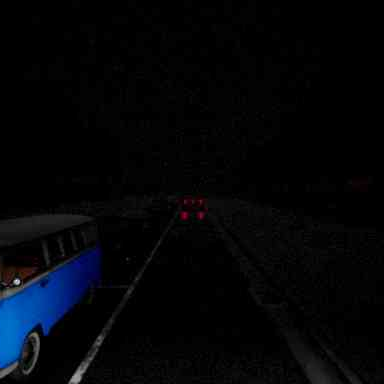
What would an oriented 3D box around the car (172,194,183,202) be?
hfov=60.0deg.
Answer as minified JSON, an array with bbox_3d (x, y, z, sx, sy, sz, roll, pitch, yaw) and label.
[{"bbox_3d":[-2.611,1.083,60.471,1.947,1.339,4.313,1,0,0],"label":"car"}]

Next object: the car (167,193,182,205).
[{"bbox_3d":[-2.612,1.009,49.390,1.967,1.590,4.097,1,0,0],"label":"car"}]

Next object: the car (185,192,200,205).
[{"bbox_3d":[0.116,0.925,48.506,2.097,1.767,4.553,0,0,0],"label":"car"}]

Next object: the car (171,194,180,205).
[{"bbox_3d":[-2.614,1.081,38.312,1.967,1.590,4.097,1,0,0],"label":"car"}]

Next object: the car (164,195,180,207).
[{"bbox_3d":[-2.614,1.129,43.682,1.752,1.417,4.829,1,0,0],"label":"car"}]

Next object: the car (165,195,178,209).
[{"bbox_3d":[-2.617,1.267,32.774,1.802,1.307,4.206,1,0,0],"label":"car"}]

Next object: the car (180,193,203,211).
[{"bbox_3d":[0.114,1.012,35.857,2.097,1.767,4.553,0,0,0],"label":"car"}]

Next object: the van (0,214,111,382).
[{"bbox_3d":[-2.625,1.305,5.071,1.690,1.788,3.998,1,0,0],"label":"van"}]

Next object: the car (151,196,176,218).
[{"bbox_3d":[-2.618,1.301,27.234,1.947,1.339,4.313,1,1,0],"label":"car"}]

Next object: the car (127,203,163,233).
[{"bbox_3d":[-2.620,1.434,16.157,1.802,1.307,4.206,1,1,0],"label":"car"}]

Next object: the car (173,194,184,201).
[{"bbox_3d":[-2.609,1.038,66.012,1.887,1.381,4.507,1,0,0],"label":"car"}]

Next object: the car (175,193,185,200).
[{"bbox_3d":[-2.607,1.020,71.553,2.008,1.369,4.403,1,0,0],"label":"car"}]

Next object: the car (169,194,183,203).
[{"bbox_3d":[-2.612,1.092,54.931,2.008,1.369,4.403,1,0,0],"label":"car"}]

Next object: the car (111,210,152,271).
[{"bbox_3d":[-2.624,1.479,10.617,1.947,1.339,4.313,1,0,0],"label":"car"}]
